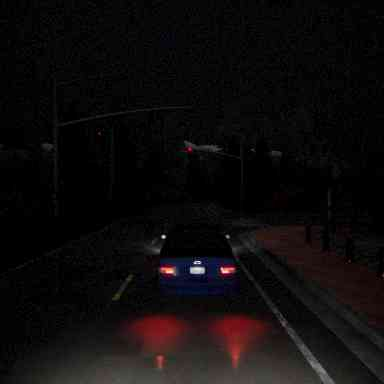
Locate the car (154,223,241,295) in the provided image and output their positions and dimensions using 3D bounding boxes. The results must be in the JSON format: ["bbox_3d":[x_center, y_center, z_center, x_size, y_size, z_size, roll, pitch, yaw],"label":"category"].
[{"bbox_3d":[0.102,1.547,8.860,2.033,1.411,5.357,0,0,0],"label":"car"}]
